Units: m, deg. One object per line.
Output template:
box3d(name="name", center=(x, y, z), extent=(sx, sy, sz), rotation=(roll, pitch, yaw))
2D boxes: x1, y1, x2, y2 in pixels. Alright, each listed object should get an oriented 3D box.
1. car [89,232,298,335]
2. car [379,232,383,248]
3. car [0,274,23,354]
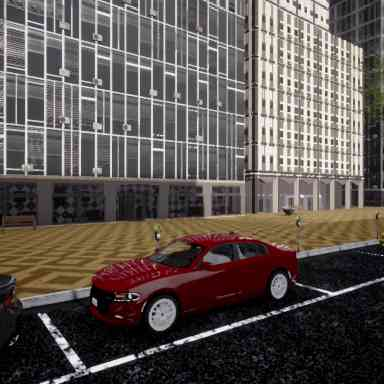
box3d(name="car", center=(0.244, 1.545, 6.726), extent=(4.507, 1.381, 1.887), rotation=(0, 0, -35))
box3d(name="car", center=(9.125, 1.529, 13.038), extent=(4.829, 1.417, 1.752), rotation=(0, 0, -35))
box3d(name="car", center=(-4.265, 1.551, 3.520), extent=(4.403, 1.369, 2.008), rotation=(0, 0, -35))
